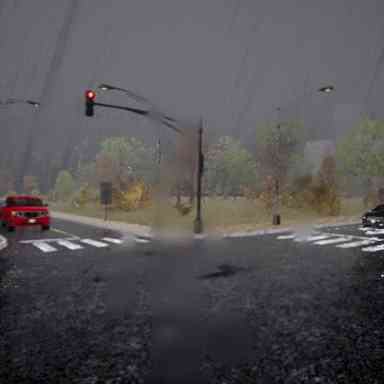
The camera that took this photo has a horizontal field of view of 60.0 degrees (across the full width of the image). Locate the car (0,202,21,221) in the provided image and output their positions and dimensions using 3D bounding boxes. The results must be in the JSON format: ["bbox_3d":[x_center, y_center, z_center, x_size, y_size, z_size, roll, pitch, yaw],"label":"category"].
[{"bbox_3d":[-16.533,1.658,29.126,2.033,1.411,5.357,2,-1,-35],"label":"car"}]

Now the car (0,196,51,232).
[{"bbox_3d":[-10.480,1.272,20.853,2.150,2.045,5.566,2,-1,-35],"label":"car"}]

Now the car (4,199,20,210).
[{"bbox_3d":[-27.214,1.847,50.197,1.812,1.442,4.674,2,-1,-33],"label":"car"}]

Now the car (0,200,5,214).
[{"bbox_3d":[-22.418,1.700,37.589,1.812,1.442,4.674,2,-1,-34],"label":"car"}]

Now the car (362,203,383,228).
[{"bbox_3d":[12.355,1.417,20.473,4.892,1.490,1.837,0,0,-35],"label":"car"}]
